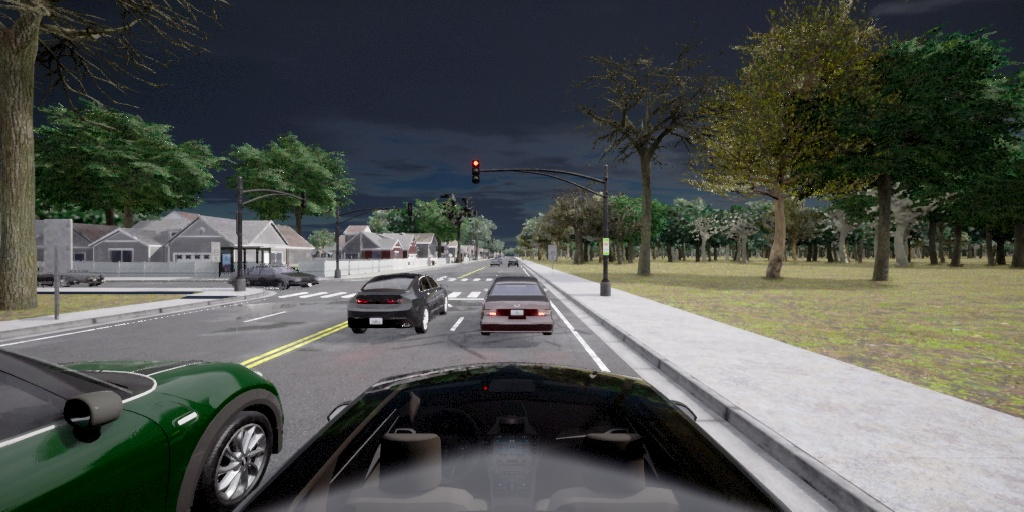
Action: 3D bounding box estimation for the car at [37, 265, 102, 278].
[{"bbox_3d":[-29.157,1.298,22.979,4.892,1.490,1.837,-1,0,0],"label":"car"}]

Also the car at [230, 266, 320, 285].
[{"bbox_3d":[-14.666,1.314,22.040,5.357,1.411,2.033,0,0,14],"label":"car"}]

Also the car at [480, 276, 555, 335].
[{"bbox_3d":[0.118,1.297,10.429,2.033,1.411,5.357,0,0,0],"label":"car"}]

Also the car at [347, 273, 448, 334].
[{"bbox_3d":[-3.138,1.254,10.682,1.837,1.490,4.892,0,0,0],"label":"car"}]

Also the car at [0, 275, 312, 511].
[{"bbox_3d":[-3.150,1.102,1.436,2.097,1.767,4.553,0,0,0],"label":"car"}]
